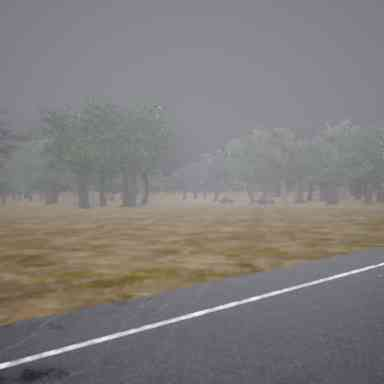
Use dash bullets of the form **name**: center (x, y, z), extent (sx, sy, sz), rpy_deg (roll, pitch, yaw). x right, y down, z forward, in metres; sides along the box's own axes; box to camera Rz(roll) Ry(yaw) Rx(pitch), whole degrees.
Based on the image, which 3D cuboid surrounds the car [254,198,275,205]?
- **car**: center (14.687, 1.918, 67.741), extent (1.837, 1.490, 4.892), rpy_deg (2, -2, -34)

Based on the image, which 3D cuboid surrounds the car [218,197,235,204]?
- **car**: center (8.026, 1.994, 77.371), extent (1.837, 1.490, 4.892), rpy_deg (2, -2, -35)
